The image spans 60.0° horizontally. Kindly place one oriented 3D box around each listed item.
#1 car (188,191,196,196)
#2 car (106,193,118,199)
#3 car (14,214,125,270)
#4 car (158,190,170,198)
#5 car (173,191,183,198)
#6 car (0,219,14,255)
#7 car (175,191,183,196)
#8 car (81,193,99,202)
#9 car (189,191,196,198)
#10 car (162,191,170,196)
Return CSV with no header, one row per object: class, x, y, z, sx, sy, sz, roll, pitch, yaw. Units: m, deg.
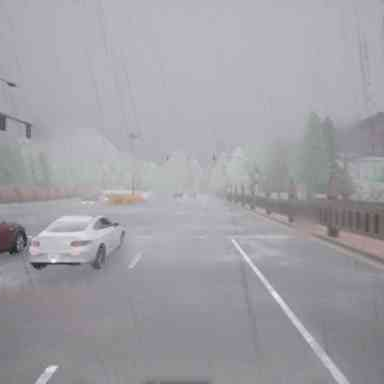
car,0.101,0.411,88.655,2.033,1.411,5.357,0,1,0
car,-17.417,0.805,72.726,1.895,1.301,4.718,0,1,0
car,-3.406,1.409,10.517,1.812,1.442,4.674,0,1,0
car,-6.910,0.494,78.630,2.097,1.767,4.553,0,1,0
car,-3.410,0.494,78.593,2.097,1.767,4.553,0,1,0
car,-6.910,1.243,9.947,2.097,1.767,4.553,0,1,0
car,-3.399,0.423,88.659,1.994,1.385,4.181,0,1,0
car,-17.478,0.942,57.166,1.994,1.385,4.181,0,1,1
car,0.089,0.683,78.237,2.033,1.411,5.357,0,1,0
car,-6.899,0.371,88.663,1.837,1.490,4.892,0,1,0
